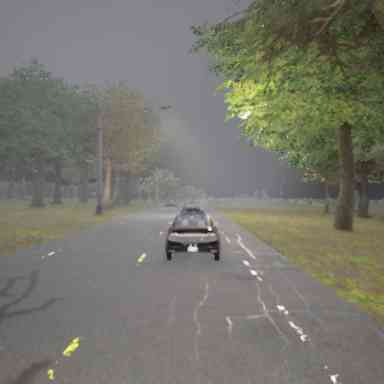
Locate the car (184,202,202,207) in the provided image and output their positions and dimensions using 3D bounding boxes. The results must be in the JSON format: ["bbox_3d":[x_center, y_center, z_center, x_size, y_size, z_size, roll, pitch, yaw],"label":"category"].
[{"bbox_3d":[0.053,1.625,27.636,1.837,1.490,4.892,0,0,1],"label":"car"}]

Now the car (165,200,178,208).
[{"bbox_3d":[-3.535,2.054,57.288,1.994,1.385,4.181,0,-1,1],"label":"car"}]

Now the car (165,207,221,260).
[{"bbox_3d":[0.046,1.550,12.642,2.128,1.511,4.902,0,0,1],"label":"car"}]
